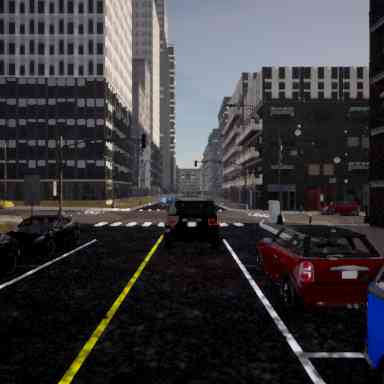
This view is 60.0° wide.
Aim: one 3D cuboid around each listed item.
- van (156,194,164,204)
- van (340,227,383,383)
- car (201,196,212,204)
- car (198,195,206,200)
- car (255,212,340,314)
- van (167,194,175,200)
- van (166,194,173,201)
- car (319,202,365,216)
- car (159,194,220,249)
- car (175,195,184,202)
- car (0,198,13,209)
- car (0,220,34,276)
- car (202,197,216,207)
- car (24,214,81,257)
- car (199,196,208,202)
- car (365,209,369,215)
[{"bbox_3d":[-5.694,1.349,62.473,1.690,1.788,3.998,0,0,0],"label":"van"},{"bbox_3d":[2.687,1.340,2.066,1.690,1.788,3.998,0,0,0],"label":"van"},{"bbox_3d":[2.687,1.553,62.474,1.887,1.381,4.507,0,0,0],"label":"car"},{"bbox_3d":[2.688,1.565,90.744,1.887,1.381,4.507,0,0,0],"label":"car"},{"bbox_3d":[2.687,1.439,7.616,1.967,1.590,4.097,0,0,0],"label":"car"},{"bbox_3d":[-5.693,1.361,90.745,1.690,1.788,3.998,0,0,0],"label":"van"},{"bbox_3d":[-5.694,1.359,85.090,1.690,1.788,3.998,0,0,0],"label":"van"},{"bbox_3d":[16.027,1.759,36.315,4.097,1.590,1.967,1,-1,-1],"label":"car"},{"bbox_3d":[0.000,1.257,14.680,2.150,2.045,5.566,0,0,0],"label":"car"},{"bbox_3d":[-3.002,1.549,79.206,2.033,1.411,5.357,0,0,0],"label":"car"},{"bbox_3d":[-22.032,1.127,35.971,4.829,1.417,1.752,1,-1,-1],"label":"car"},{"bbox_3d":[-5.693,1.564,7.615,1.947,1.339,4.313,0,0,0],"label":"car"},{"bbox_3d":[2.688,1.571,52.507,1.947,1.339,4.313,0,0,0],"label":"car"},{"bbox_3d":[-5.693,1.564,12.862,1.947,1.339,4.313,0,0,0],"label":"car"},{"bbox_3d":[2.688,1.566,79.437,2.008,1.369,4.403,0,0,0],"label":"car"},{"bbox_3d":[21.378,1.945,36.374,4.829,1.417,1.752,1,-1,-1],"label":"car"}]
